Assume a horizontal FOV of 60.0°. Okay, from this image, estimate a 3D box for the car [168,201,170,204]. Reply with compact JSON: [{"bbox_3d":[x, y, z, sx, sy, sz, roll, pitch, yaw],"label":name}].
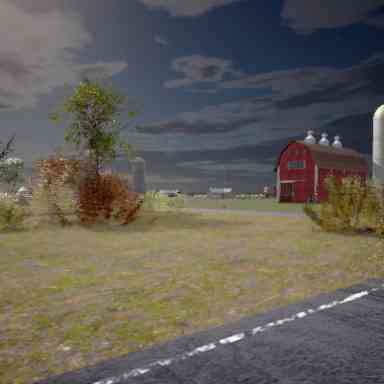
[{"bbox_3d":[-5.959,1.807,59.053,2.150,2.045,5.566,1,-1,-35],"label":"car"}]
